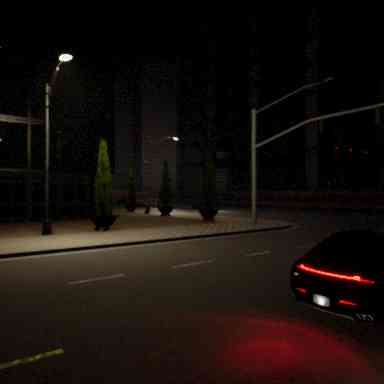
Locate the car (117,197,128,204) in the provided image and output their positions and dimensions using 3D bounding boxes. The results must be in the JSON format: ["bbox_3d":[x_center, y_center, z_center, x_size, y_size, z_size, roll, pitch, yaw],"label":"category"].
[{"bbox_3d":[-12.207,1.659,61.617,1.895,1.301,4.718,0,0,-36],"label":"car"}]

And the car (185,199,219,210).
[{"bbox_3d":[1.209,1.604,43.058,2.033,1.411,5.357,0,0,-36],"label":"car"}]

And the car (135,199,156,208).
[{"bbox_3d":[-7.042,1.658,48.449,1.895,1.301,4.718,0,0,-36],"label":"car"}]

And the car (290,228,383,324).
[{"bbox_3d":[4.070,1.505,6.782,4.892,1.490,1.837,0,0,-35],"label":"car"}]
